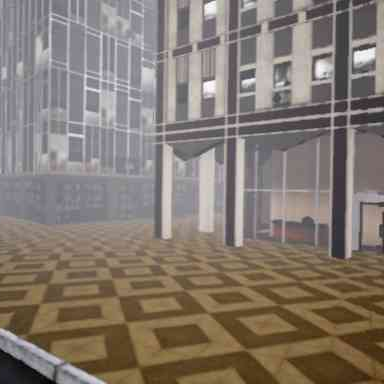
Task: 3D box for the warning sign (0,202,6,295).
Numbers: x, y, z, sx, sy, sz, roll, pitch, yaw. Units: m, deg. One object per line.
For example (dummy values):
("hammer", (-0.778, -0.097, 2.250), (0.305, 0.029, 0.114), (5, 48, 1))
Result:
("warning sign", (-4.633, 1.120, 6.577), (1.060, 1.860, 1.300), (1, 0, 38))
